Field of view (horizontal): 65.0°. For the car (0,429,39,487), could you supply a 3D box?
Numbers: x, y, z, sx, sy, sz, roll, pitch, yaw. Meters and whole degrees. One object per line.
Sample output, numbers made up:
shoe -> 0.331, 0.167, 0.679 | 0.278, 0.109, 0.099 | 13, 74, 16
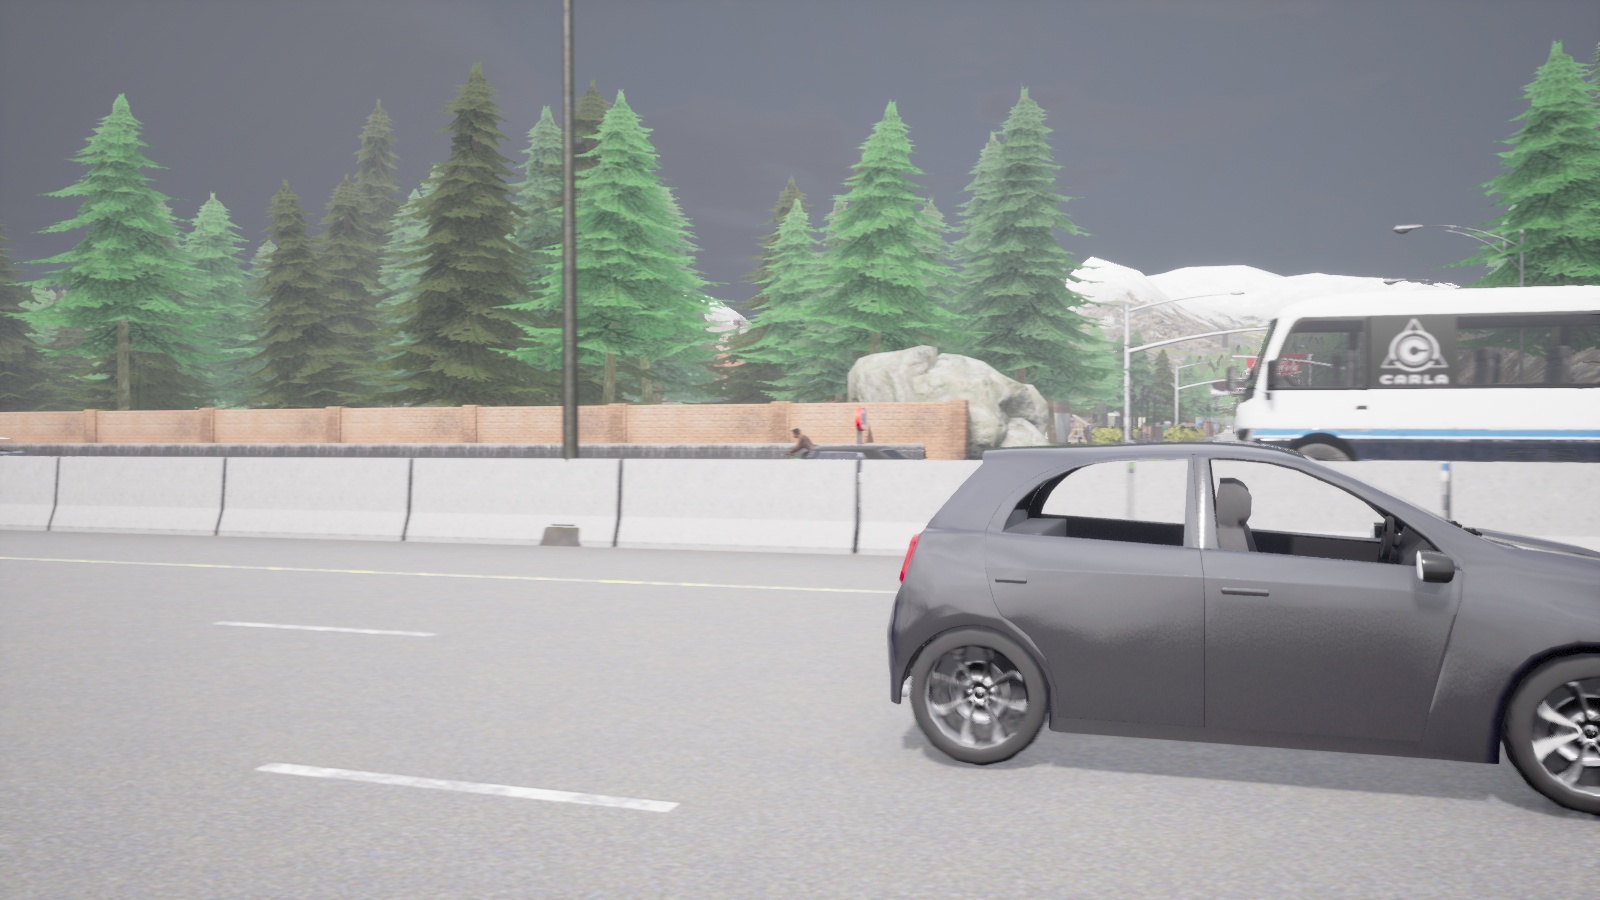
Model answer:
car -> -22.197, 0.183, 32.815 | 3.806, 1.475, 1.970 | 1, 1, 19

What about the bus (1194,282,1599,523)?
bus -> 13.175, -0.894, 24.587 | 10.273, 4.253, 3.944 | 1, 1, 19

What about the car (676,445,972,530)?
car -> 0.429, 0.584, 21.512 | 4.718, 1.301, 1.895 | 1, 1, 19

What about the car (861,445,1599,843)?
car -> 2.304, 0.751, 6.111 | 3.633, 1.501, 1.845 | 1, 1, 19
